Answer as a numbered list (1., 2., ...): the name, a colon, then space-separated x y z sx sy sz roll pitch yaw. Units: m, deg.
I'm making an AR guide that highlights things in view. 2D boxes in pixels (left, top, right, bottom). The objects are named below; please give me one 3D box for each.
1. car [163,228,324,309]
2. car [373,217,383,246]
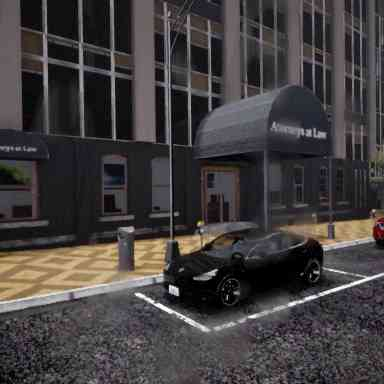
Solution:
1. car: 1.380 1.564 7.856 4.313 1.339 1.947 0 -1 -37
2. car: 9.650 1.310 14.066 5.009 1.841 2.192 0 -1 -37
